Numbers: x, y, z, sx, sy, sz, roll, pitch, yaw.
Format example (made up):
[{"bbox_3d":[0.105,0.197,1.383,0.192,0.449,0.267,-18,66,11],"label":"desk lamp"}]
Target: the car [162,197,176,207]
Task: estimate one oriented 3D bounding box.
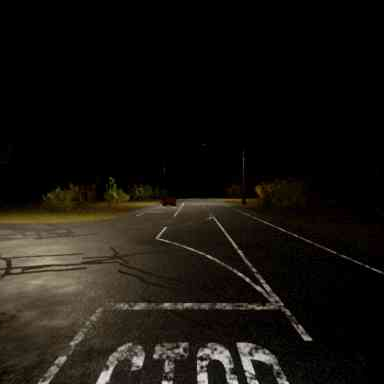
[{"bbox_3d":[-3.322,1.430,49.083,1.882,1.535,5.008,0,0,0],"label":"car"}]
